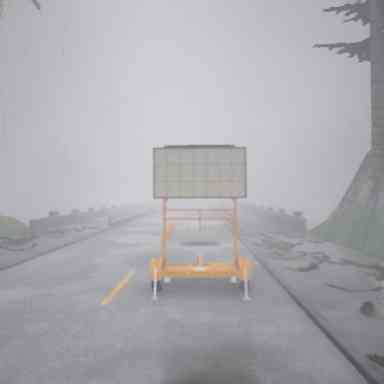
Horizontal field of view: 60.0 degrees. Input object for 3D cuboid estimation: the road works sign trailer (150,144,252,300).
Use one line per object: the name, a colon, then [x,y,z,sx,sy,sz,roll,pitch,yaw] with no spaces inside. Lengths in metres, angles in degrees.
road works sign trailer: [0.204,0.574,8.670,2.380,3.560,2.880,0,-1,1]
